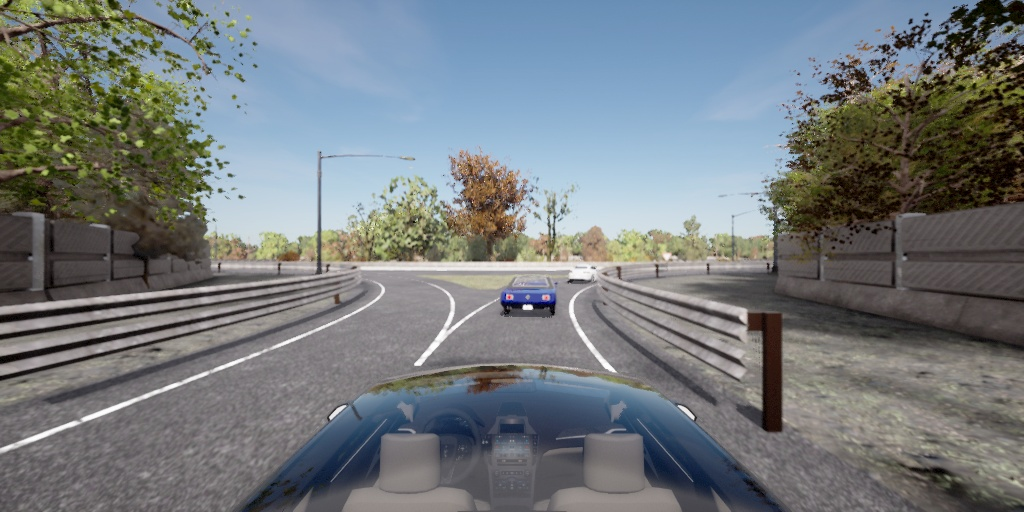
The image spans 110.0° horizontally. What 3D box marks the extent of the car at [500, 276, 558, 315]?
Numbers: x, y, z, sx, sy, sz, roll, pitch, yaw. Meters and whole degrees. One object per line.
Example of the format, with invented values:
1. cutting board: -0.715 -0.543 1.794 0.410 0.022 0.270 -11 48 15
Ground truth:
1. car: 0.842 1.410 14.024 1.895 1.301 4.718 0 0 8

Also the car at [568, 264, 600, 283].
1. car: 6.077 1.409 29.348 1.812 1.442 4.674 0 0 28
